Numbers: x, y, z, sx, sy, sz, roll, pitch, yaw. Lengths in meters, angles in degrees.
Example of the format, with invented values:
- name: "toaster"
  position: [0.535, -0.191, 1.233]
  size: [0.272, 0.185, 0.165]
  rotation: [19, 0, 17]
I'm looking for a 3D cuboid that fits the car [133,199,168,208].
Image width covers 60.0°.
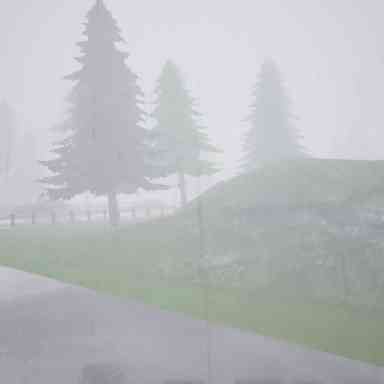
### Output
- name: "car"
  position: [-4.932, 1.468, 39.598]
  size: [4.181, 1.385, 1.994]
  rotation: [0, 0, -39]

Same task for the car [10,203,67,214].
- name: "car"
  position: [-14.214, 1.386, 31.038]
  size: [2.128, 1.511, 4.902]
  rotation: [0, 0, 44]
